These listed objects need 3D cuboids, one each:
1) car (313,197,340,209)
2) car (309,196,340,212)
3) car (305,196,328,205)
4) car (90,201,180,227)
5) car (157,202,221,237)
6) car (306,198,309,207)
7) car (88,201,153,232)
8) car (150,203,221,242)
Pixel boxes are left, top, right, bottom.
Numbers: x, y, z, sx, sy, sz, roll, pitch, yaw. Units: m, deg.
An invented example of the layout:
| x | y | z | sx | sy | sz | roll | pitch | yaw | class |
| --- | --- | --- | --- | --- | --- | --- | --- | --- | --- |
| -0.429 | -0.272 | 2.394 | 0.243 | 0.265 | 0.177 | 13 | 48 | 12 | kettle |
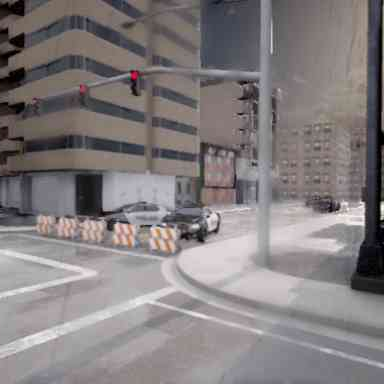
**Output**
| x | y | z | sx | sy | sz | roll | pitch | yaw | class |
| --- | --- | --- | --- | --- | --- | --- | --- | --- | --- |
| 15.291 | 1.182 | 37.687 | 1.853 | 1.218 | 4.536 | 1 | 0 | 35 | car |
| 15.259 | 1.339 | 37.646 | 2.038 | 1.542 | 4.974 | 1 | 0 | 35 | car |
| 17.487 | 1.140 | 46.608 | 1.853 | 1.218 | 4.536 | 1 | 0 | 35 | car |
| -3.134 | 1.134 | 18.554 | 4.536 | 1.218 | 1.853 | 0 | 0 | -30 | car |
| 0.031 | 1.184 | 15.897 | 1.853 | 1.218 | 4.536 | 1 | 0 | 15 | car |
| 17.455 | 1.298 | 46.567 | 2.038 | 1.542 | 4.974 | 1 | 0 | 35 | car |
| -3.180 | 1.291 | 18.529 | 4.974 | 1.542 | 2.038 | 0 | 0 | -30 | car |
| 0.016 | 1.342 | 15.848 | 2.038 | 1.542 | 4.974 | 1 | 0 | 15 | car |
